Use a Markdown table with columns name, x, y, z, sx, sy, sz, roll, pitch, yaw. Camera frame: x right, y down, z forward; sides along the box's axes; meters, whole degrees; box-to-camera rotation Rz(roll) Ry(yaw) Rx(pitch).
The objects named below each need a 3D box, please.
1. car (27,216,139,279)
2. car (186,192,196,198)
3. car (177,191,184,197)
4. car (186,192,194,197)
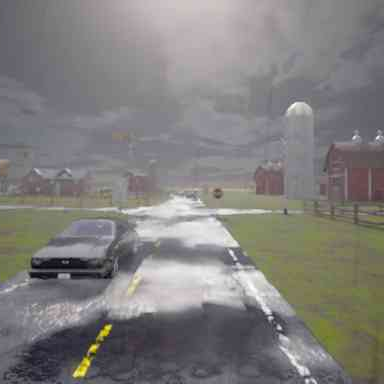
| name | x | y | z | sx | sy | sz | roll | pitch | yaw |
| --- | --- | --- | --- | --- | --- | --- | --- | --- | --- |
| car | -2.834 | 1.463 | 10.038 | 2.033 | 1.411 | 5.357 | 0 | 0 | 0 |
| car | 0.019 | 0.830 | 82.984 | 1.837 | 1.490 | 4.892 | 0 | 1 | -2 |
| car | -2.916 | 0.384 | 87.104 | 1.882 | 1.535 | 5.008 | 0 | 1 | -2 |
| car | -0.638 | 0.771 | 93.115 | 1.994 | 1.385 | 4.181 | 0 | 1 | -6 |
